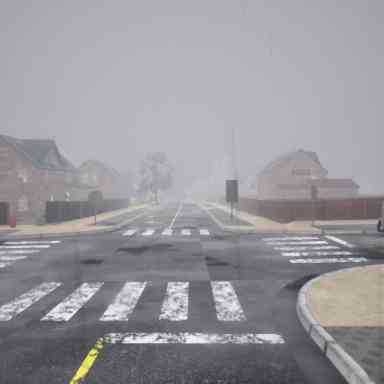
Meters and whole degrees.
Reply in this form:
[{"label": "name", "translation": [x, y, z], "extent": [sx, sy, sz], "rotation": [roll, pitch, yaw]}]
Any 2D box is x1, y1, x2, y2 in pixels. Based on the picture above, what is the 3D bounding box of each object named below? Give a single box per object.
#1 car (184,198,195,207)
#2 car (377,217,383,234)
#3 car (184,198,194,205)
[{"label": "car", "translation": [-0.452, 1.713, 56.790], "extent": [1.812, 1.442, 4.674], "rotation": [0, 0, -1]}, {"label": "car", "translation": [10.706, 1.254, 14.390], "extent": [5.008, 1.535, 1.882], "rotation": [-1, 2, 0]}, {"label": "car", "translation": [-0.595, 1.834, 66.818], "extent": [1.994, 1.385, 4.181], "rotation": [0, 0, -2]}]
